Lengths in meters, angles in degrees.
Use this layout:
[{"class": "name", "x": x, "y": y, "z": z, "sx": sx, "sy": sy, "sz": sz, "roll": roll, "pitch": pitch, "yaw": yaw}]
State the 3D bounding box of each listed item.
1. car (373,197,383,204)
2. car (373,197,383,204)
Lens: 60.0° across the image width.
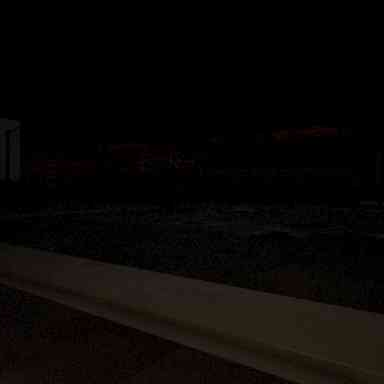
[{"class": "car", "x": 37.542, "y": 1.576, "z": 65.370, "sx": 1.853, "sy": 1.218, "sz": 4.536, "roll": 1, "pitch": 1, "yaw": 6}, {"class": "car", "x": 37.535, "y": 1.734, "z": 65.320, "sx": 2.038, "sy": 1.542, "sz": 4.974, "roll": 1, "pitch": 1, "yaw": 6}]
